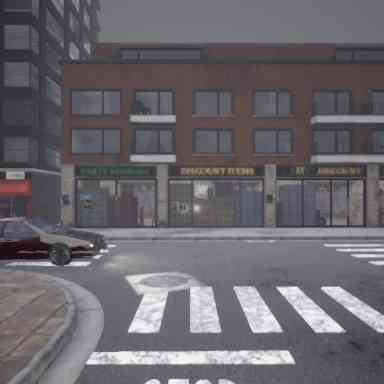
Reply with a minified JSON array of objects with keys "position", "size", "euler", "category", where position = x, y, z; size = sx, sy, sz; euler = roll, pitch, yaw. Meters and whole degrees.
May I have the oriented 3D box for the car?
[{"position":[-5.630,1.551,10.891],"size":[5.357,1.411,2.033],"euler":[0,0,0],"category":"car"}]
